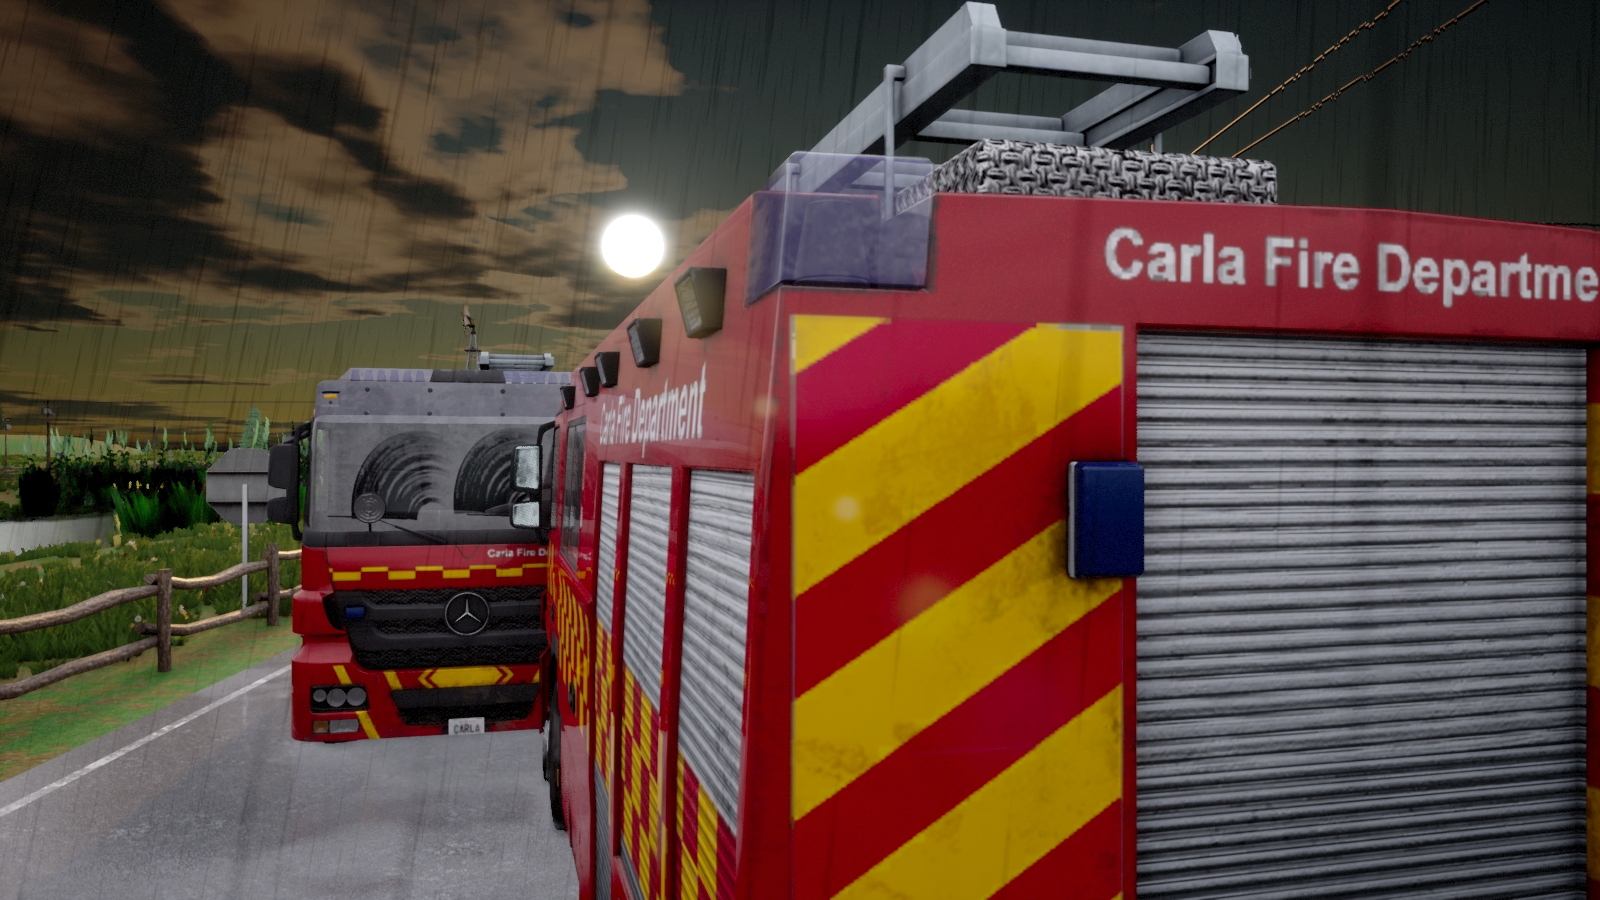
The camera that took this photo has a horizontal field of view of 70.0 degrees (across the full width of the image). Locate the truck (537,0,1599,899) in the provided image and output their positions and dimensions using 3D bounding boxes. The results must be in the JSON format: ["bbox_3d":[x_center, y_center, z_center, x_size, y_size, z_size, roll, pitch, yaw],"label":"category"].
[{"bbox_3d":[0.070,0.867,6.869,2.891,3.827,8.468,0,0,-15],"label":"truck"}]

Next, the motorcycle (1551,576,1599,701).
[{"bbox_3d":[9.774,2.142,13.106,1.805,1.316,0.856,0,0,-7],"label":"motorcycle"}]

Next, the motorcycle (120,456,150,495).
[{"bbox_3d":[-41.391,1.577,71.120,0.803,2.348,2.033,0,0,-4],"label":"motorcycle"}]

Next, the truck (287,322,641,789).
[{"bbox_3d":[-3.921,0.862,13.841,2.891,3.827,8.468,0,0,-15],"label":"truck"}]
